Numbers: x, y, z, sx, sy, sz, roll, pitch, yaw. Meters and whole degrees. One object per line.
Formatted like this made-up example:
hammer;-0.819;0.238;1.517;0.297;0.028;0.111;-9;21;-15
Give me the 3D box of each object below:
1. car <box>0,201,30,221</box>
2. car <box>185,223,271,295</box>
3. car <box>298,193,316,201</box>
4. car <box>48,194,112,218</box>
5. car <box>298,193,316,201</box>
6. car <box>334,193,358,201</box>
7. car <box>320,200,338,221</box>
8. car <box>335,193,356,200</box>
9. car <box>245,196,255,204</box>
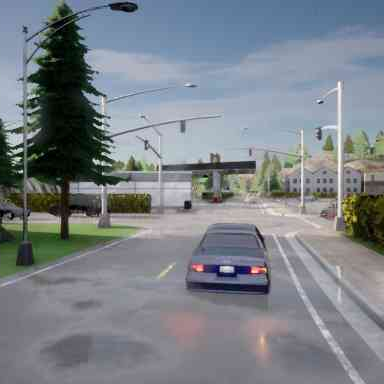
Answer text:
car;-15.735;1.491;27.255;4.902;1.511;2.128;0;0;10
car;1.095;1.547;8.929;2.033;1.411;5.357;0;0;10
car;26.218;1.361;76.135;3.806;1.475;1.970;0;0;10
car;-10.033;1.221;30.003;5.566;2.045;2.150;0;0;10
car;27.402;1.077;79.301;3.866;1.878;1.905;0;0;10
car;34.573;1.097;74.686;4.605;1.855;1.932;0;0;10
car;12.225;1.564;25.821;4.181;1.385;1.994;0;0;2
car;20.265;1.330;42.399;5.027;1.636;2.152;0;0;10
car;11.235;1.526;64.808;1.812;1.442;4.674;0;0;10
